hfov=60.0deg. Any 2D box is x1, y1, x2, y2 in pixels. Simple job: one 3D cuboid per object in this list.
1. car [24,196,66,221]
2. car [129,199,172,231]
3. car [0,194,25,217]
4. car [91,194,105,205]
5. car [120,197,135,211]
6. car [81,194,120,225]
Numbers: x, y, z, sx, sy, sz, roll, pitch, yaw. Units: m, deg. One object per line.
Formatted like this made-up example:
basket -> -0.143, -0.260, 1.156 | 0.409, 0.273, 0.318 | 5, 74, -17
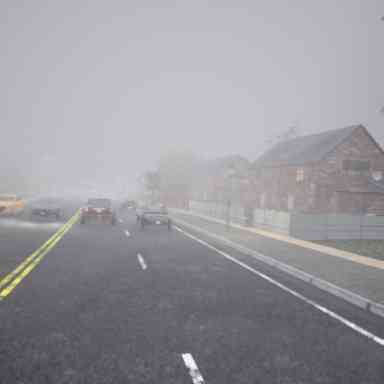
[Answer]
car -> -10.127, 1.093, 23.585 | 1.882, 1.535, 5.008 | 3, 0, -15
car -> -2.481, 1.475, 20.811 | 2.128, 1.511, 4.902 | 3, 0, -15
car -> -13.854, 0.915, 24.895 | 1.882, 1.535, 5.008 | 3, 0, -15
car -> -13.920, 1.085, 49.156 | 1.812, 1.442, 4.674 | 3, 0, -17
car -> -7.219, 1.340, 37.805 | 1.837, 1.490, 4.892 | 3, 0, -16
car -> -6.216, 1.155, 22.325 | 2.097, 1.767, 4.553 | 3, 0, -15
